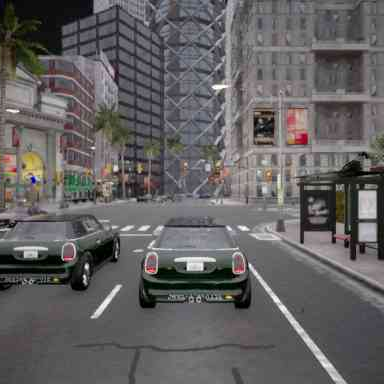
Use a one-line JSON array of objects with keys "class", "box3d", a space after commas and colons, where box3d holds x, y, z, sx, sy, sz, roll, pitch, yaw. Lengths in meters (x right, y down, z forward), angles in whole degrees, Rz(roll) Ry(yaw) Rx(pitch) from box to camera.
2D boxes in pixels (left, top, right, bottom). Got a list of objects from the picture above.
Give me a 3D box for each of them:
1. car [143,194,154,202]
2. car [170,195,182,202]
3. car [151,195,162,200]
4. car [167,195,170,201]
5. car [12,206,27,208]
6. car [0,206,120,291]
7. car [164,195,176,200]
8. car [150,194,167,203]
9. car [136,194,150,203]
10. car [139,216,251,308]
[{"class": "car", "box3d": [-10.433, 1.355, 80.357, 2.097, 1.767, 4.553, 0, 0, 0]}, {"class": "car", "box3d": [-3.438, 1.540, 77.090, 2.033, 1.411, 5.357, 0, 0, 0]}, {"class": "car", "box3d": [-9.666, 1.595, 90.476, 1.895, 1.301, 4.718, 0, 0, 10]}, {"class": "car", "box3d": [-6.934, 1.524, 80.287, 1.812, 1.442, 4.674, 0, 0, 0]}, {"class": "car", "box3d": [-10.479, 1.564, 20.477, 1.994, 1.385, 4.181, 0, 0, 1]}, {"class": "car", "box3d": [-3.422, 1.352, 9.208, 2.097, 1.767, 4.553, 0, 0, 0]}, {"class": "car", "box3d": [-6.043, 1.540, 90.767, 2.033, 1.411, 5.357, 0, 0, 10]}, {"class": "car", "box3d": [-6.944, 1.525, 69.629, 2.128, 1.511, 4.902, 0, 0, 0]}, {"class": "car", "box3d": [-10.444, 1.595, 69.573, 1.895, 1.301, 4.718, 0, 0, 0]}, {"class": "car", "box3d": [0.070, 1.352, 8.063, 2.097, 1.767, 4.553, 0, 0, 0]}]
